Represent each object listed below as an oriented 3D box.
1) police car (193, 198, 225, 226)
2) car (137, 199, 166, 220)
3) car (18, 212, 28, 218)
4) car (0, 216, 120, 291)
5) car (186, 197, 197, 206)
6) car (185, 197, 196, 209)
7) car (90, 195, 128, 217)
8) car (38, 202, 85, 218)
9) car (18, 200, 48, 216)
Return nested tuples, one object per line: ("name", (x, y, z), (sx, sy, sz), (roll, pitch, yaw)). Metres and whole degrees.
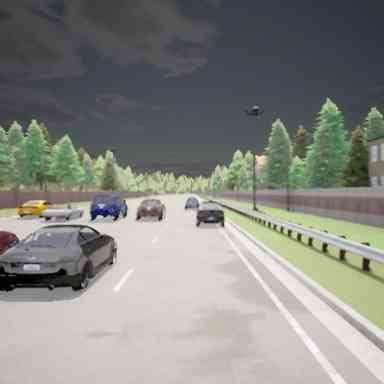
("police car", (1.223, 1.453, 23.517), (1.930, 1.638, 5.238), (0, 0, 0))
("car", (-3.403, 1.385, 28.561), (2.097, 1.767, 4.553), (0, 0, 0))
("car", (-6.914, 1.537, 9.688), (1.812, 1.442, 4.674), (0, 0, 0))
("car", (-3.400, 1.574, 9.076), (1.994, 1.385, 4.181), (0, 0, 0))
("car", (-0.005, 1.573, 58.033), (1.837, 1.490, 4.892), (0, 0, 0))
("car", (0.022, 1.617, 45.063), (1.994, 1.385, 4.181), (0, 0, 0))
("car", (-6.903, 1.254, 28.066), (2.150, 2.045, 5.566), (0, 0, 0))
("car", (-10.403, 1.632, 27.310), (1.895, 1.301, 4.718), (0, 0, 0))
("car", (-13.902, 1.512, 30.427), (1.882, 1.535, 5.008), (0, 0, 0))
